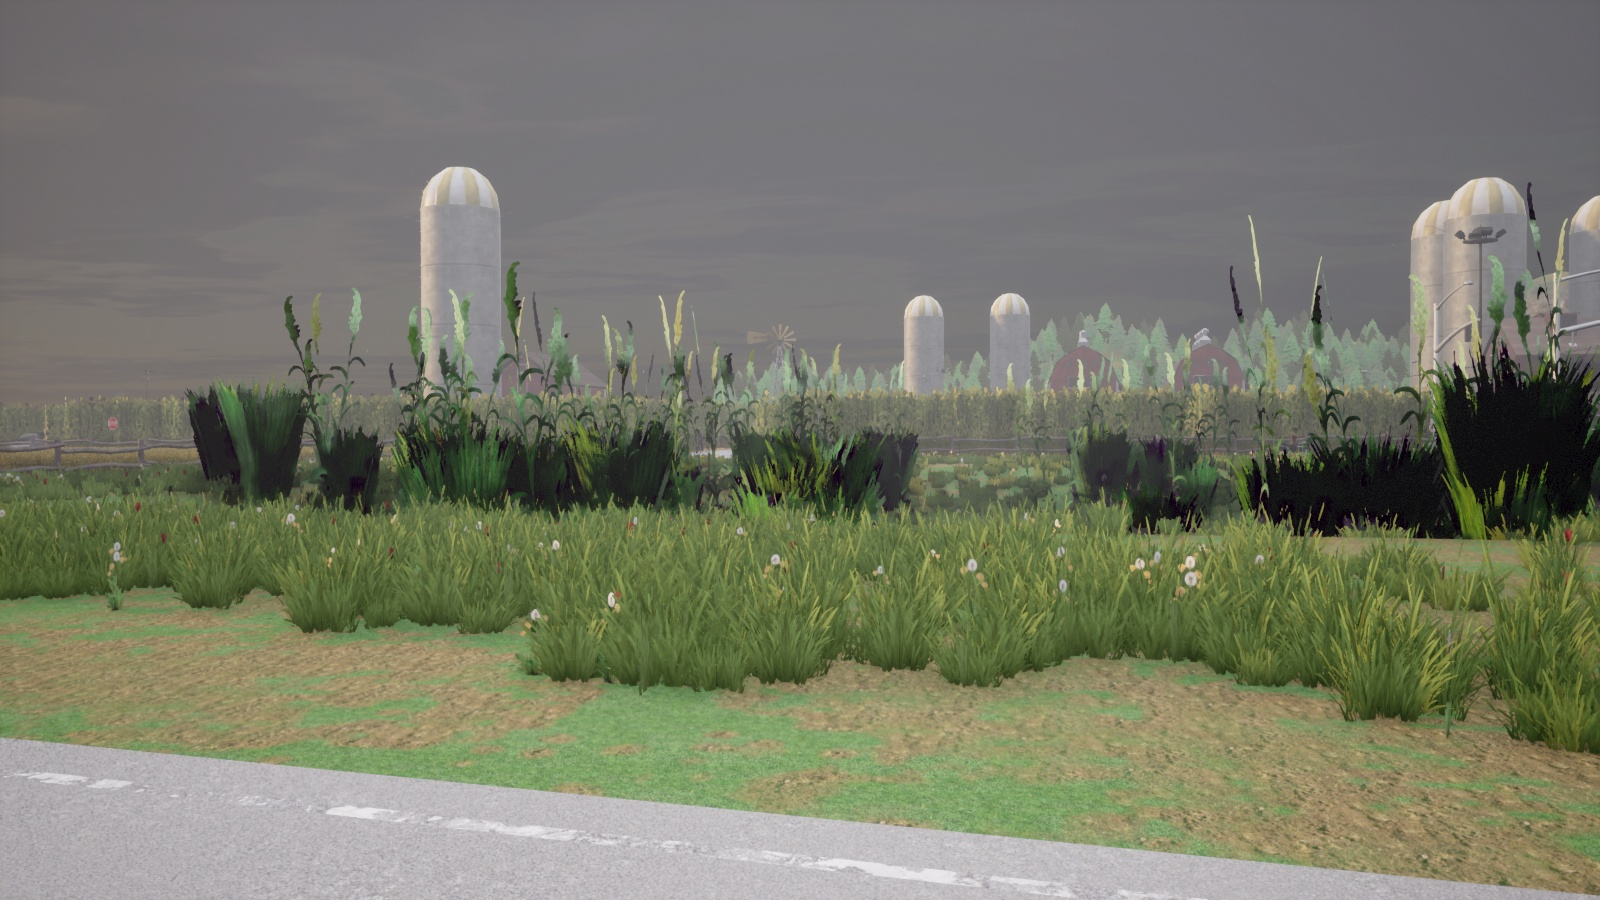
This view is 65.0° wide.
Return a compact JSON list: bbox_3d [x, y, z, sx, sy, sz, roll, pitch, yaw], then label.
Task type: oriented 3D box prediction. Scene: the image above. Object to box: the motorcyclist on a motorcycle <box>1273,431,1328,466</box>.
[{"bbox_3d":[23.929,-0.095,60.097,2.350,1.649,0.766,1,1,13],"label":"motorcyclist on a motorcycle"}]
